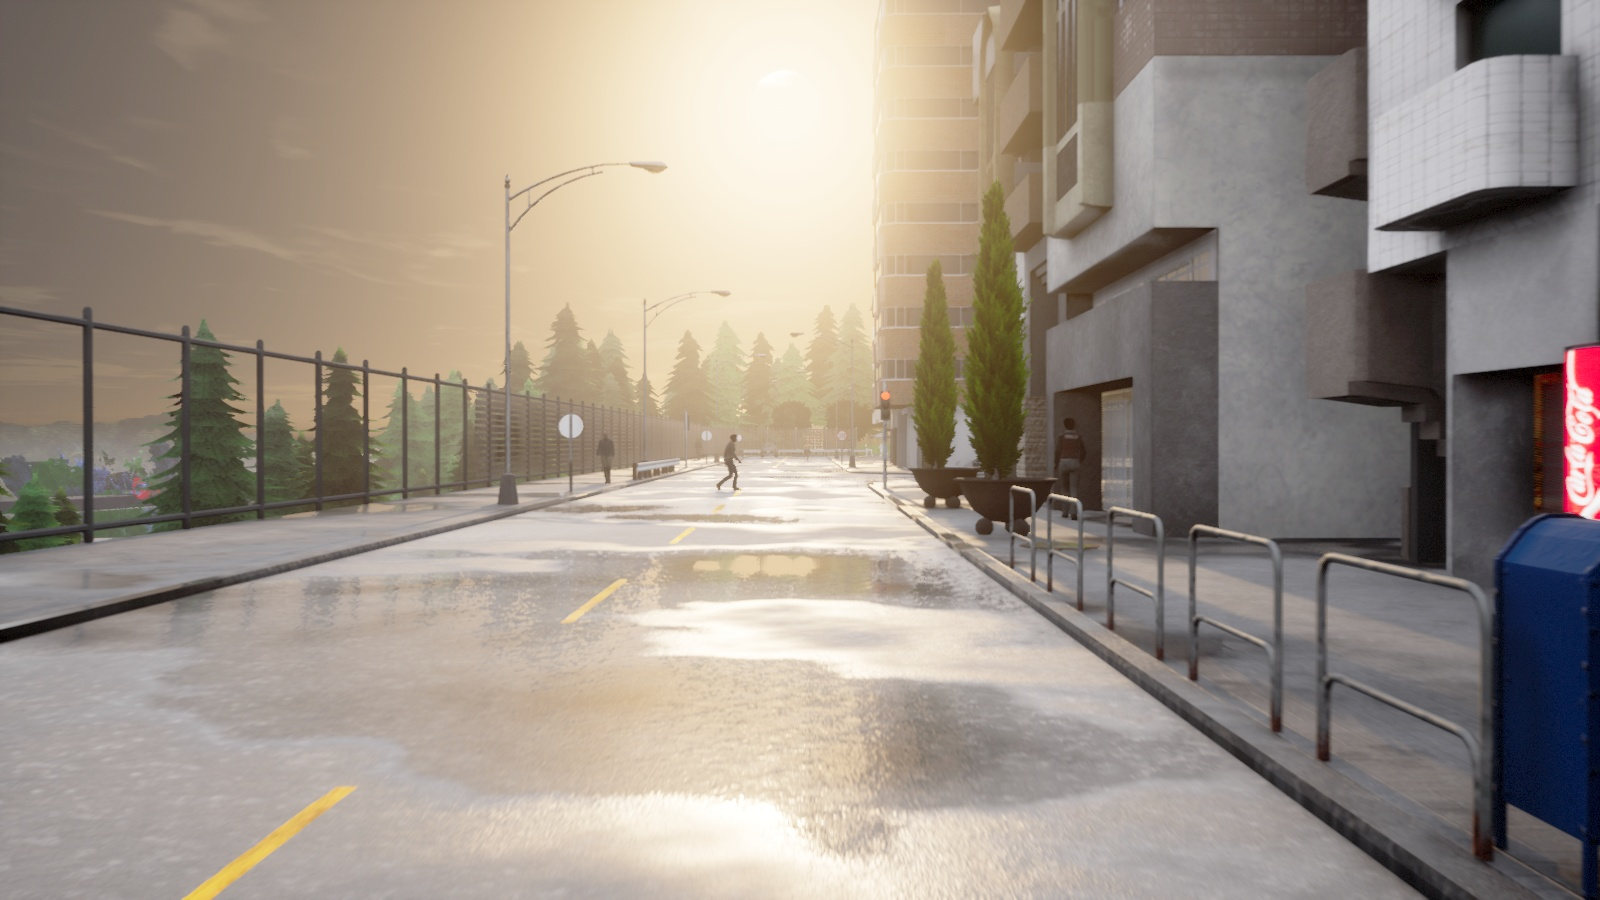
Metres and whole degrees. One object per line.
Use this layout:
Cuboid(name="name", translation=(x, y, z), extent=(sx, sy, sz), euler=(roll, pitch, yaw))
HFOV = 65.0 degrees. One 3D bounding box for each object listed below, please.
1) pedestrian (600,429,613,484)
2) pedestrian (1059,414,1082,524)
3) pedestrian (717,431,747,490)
Cuboid(name="pedestrian", translation=(-6.563, 0.211, 42.537), extent=(0.402, 1.842, 0.726), euler=(0, 0, -6))
Cuboid(name="pedestrian", translation=(4.845, 0.332, 22.488), extent=(0.402, 1.930, 0.666), euler=(0, 0, 12))
Cuboid(name="pedestrian", translation=(-2.094, 0.330, 38.611), extent=(0.869, 1.805, 0.328), euler=(0, 0, -13))
